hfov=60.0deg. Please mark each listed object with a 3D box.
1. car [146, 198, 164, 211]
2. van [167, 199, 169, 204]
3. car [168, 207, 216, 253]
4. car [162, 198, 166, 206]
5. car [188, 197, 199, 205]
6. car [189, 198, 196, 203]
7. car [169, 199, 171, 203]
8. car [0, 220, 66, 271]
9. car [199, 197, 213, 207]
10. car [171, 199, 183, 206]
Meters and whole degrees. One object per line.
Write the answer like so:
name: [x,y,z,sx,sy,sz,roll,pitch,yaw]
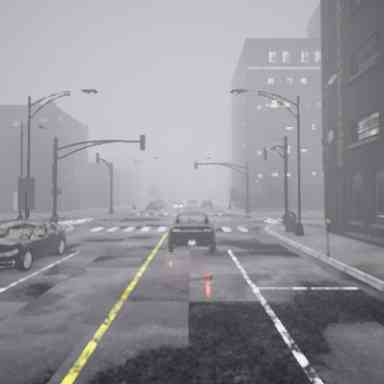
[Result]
car: [-5.736,2.012,49.151,1.887,1.381,4.507,1,-1,0]
van: [-5.652,1.915,60.522,1.690,1.788,3.998,1,-1,0]
car: [0.009,1.630,14.299,2.128,1.511,4.902,0,0,0]
car: [-5.658,2.065,54.833,1.887,1.381,4.507,1,-1,0]
car: [0.025,2.167,75.571,1.882,1.535,5.008,0,-1,0]
car: [0.029,2.184,87.246,1.812,1.442,4.674,0,-1,0]
car: [-5.647,2.426,88.952,1.802,1.307,4.206,1,-1,0]
car: [-5.673,1.659,11.197,2.008,1.369,4.403,1,-1,0]
car: [2.726,2.014,60.579,1.967,1.590,4.097,1,-1,0]
car: [-2.976,2.224,73.716,2.128,1.511,4.902,0,-1,0]
